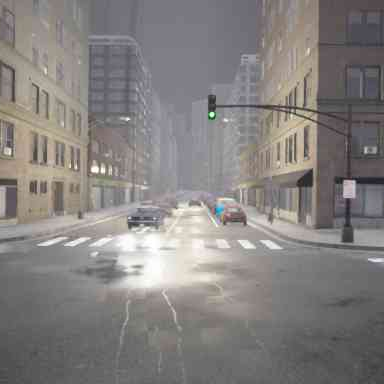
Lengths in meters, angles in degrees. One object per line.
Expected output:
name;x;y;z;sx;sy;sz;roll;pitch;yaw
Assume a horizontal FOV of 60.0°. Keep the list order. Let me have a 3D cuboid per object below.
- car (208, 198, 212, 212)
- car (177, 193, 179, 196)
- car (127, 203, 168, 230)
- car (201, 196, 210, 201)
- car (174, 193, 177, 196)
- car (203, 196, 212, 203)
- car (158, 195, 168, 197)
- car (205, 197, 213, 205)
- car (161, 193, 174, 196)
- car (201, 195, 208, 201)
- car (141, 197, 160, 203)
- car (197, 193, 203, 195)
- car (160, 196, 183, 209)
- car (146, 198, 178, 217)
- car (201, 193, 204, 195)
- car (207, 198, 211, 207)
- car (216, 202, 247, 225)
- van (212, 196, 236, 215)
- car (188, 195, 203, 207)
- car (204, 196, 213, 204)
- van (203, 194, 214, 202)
car;3.084;1.672;35.537;1.887;1.381;4.507;1;0;0
car;-5.063;1.484;85.582;1.887;1.381;4.507;1;0;0
car;-2.872;1.606;21.412;1.895;1.301;4.718;1;0;1
car;3.461;1.634;85.510;1.947;1.339;4.313;1;0;0
car;-5.143;1.279;74.474;2.192;1.841;5.009;1;0;0
car;3.377;1.675;74.405;1.802;1.307;4.206;1;0;0
car;-5.313;1.555;52.266;2.008;1.369;4.403;1;0;0
car;3.169;1.721;46.643;1.802;1.307;4.206;1;0;0
car;-5.226;1.299;63.369;2.192;1.841;5.009;1;0;0
car;3.506;1.575;91.232;1.752;1.417;4.829;1;0;0
car;-5.399;1.590;41.160;1.802;1.307;4.206;1;0;0
car;0.528;1.550;62.872;1.882;1.535;5.008;1;0;0
car;-2.697;1.596;43.624;2.033;1.411;5.357;1;0;1
car;-2.787;1.578;32.100;2.033;1.411;5.357;1;0;1
car;3.298;1.428;63.301;2.192;1.841;5.009;1;0;0
car;3.127;1.719;41.092;1.802;1.307;4.206;1;0;0
car;3.002;1.683;24.434;1.802;1.307;4.206;1;0;0
van;3.046;1.456;29.986;1.690;1.788;3.998;1;0;0
car;0.453;1.616;52.870;1.812;1.442;4.674;1;0;0
car;3.211;1.715;52.199;1.802;1.307;4.206;1;0;0
van;3.256;1.464;57.750;1.690;1.788;3.998;1;0;0
